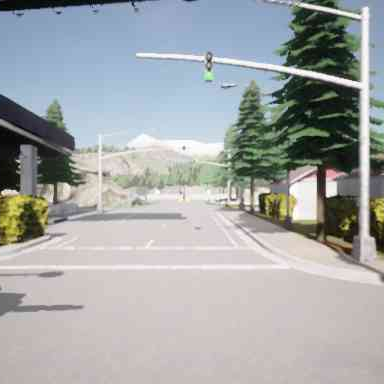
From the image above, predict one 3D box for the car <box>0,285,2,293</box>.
[{"bbox_3d":[-6.200,1.615,5.512,5.357,1.411,2.033,0,-1,0],"label":"car"}]
